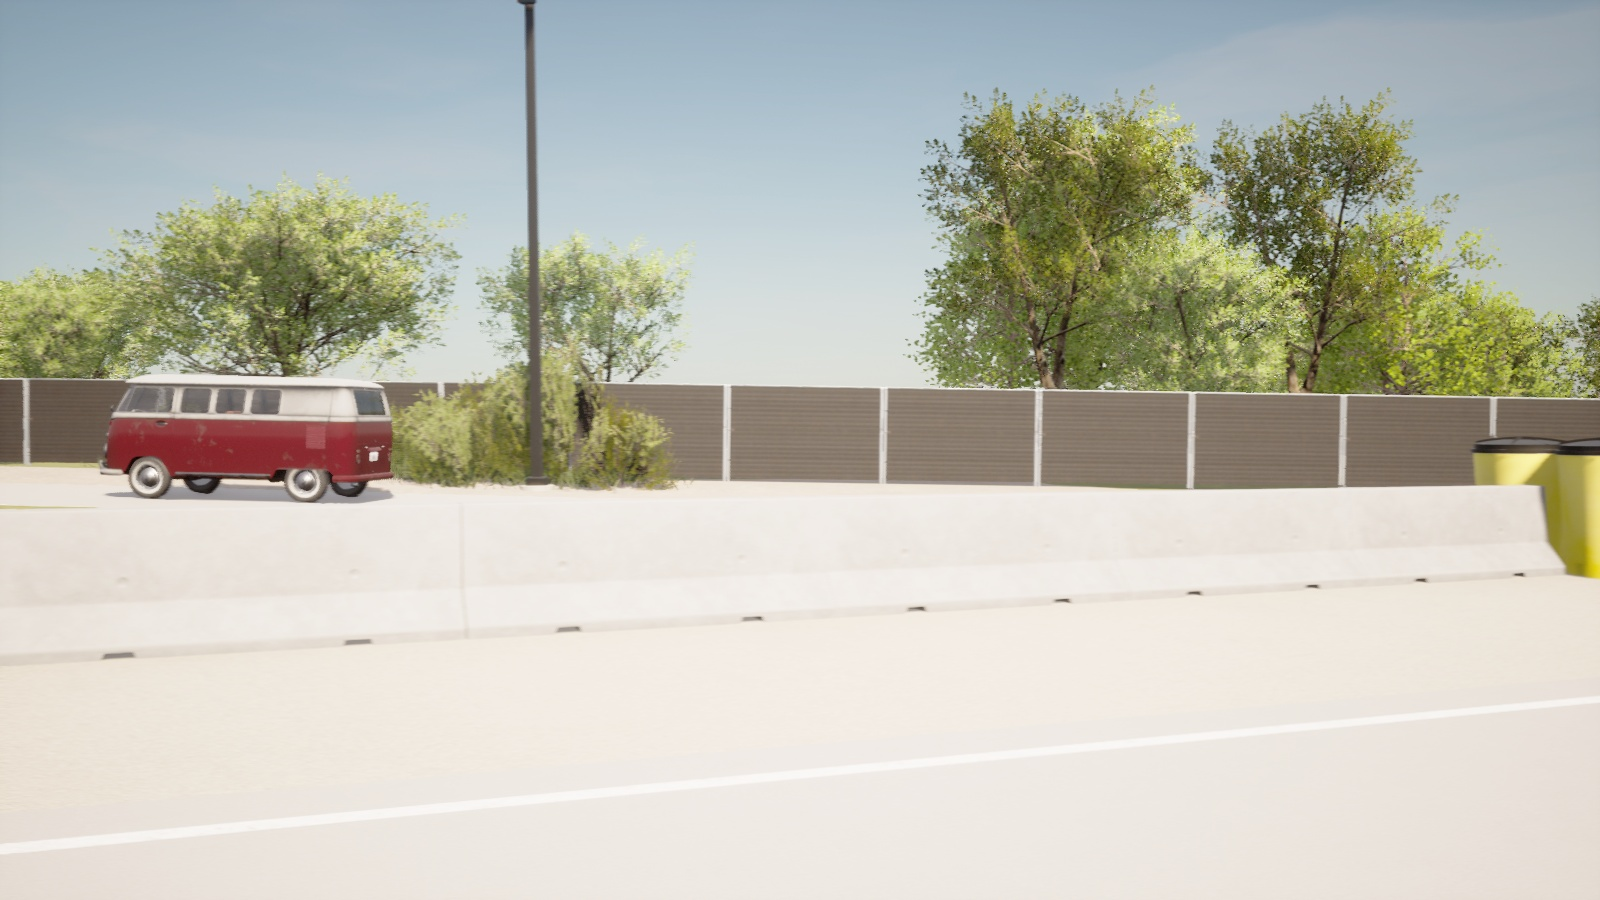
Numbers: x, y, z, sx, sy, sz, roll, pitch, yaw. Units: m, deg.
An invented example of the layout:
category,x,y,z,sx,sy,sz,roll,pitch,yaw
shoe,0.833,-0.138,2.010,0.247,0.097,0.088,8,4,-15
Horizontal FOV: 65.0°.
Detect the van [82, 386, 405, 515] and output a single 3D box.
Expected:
category,x,y,z,sx,sy,sz,roll,pitch,yaw
van,-8.902,-0.016,20.309,4.442,1.987,1.775,0,2,5
